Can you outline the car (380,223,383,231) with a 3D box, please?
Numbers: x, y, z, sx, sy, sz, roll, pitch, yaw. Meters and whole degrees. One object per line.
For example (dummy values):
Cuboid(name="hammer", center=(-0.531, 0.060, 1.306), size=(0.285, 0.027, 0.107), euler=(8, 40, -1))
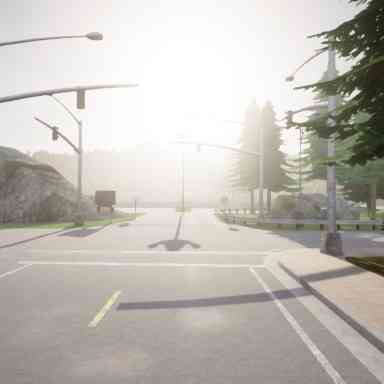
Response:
Cuboid(name="car", center=(15.035, 2.058, 21.108), size=(5.357, 1.411, 2.033), euler=(0, -1, -2))
